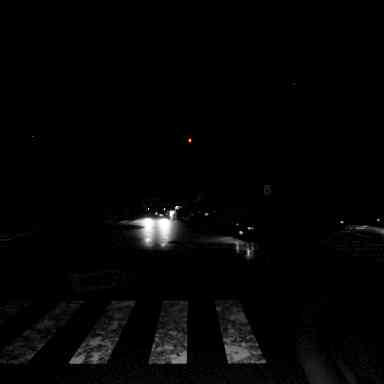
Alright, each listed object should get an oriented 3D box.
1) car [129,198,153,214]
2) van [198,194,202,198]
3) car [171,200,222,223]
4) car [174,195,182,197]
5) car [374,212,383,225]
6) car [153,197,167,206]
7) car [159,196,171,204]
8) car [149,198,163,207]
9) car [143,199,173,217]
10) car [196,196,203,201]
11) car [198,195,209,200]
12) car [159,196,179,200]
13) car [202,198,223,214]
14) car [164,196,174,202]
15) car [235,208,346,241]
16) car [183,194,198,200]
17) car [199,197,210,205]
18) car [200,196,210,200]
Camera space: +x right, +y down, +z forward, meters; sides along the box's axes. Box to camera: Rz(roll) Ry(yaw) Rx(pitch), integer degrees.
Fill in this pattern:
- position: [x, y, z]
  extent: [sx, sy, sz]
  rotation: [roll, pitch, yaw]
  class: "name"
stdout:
- position: [-5.661, 1.478, 36.181]
  extent: [1.967, 1.590, 4.097]
  rotation: [0, 0, 0]
  class: "car"
- position: [2.409, 1.421, 58.208]
  extent: [1.690, 1.788, 3.998]
  rotation: [0, 0, 0]
  class: "van"
- position: [0.236, 1.586, 25.892]
  extent: [1.994, 1.385, 4.181]
  rotation: [0, 0, -25]
  class: "car"
- position: [-3.075, 1.635, 54.177]
  extent: [1.994, 1.385, 4.181]
  rotation: [0, 0, 0]
  class: "car"
- position: [13.992, 1.450, 20.676]
  extent: [4.892, 1.490, 1.837]
  rotation: [-1, 0, 0]
  class: "car"
- position: [-5.616, 1.631, 58.224]
  extent: [2.008, 1.369, 4.403]
  rotation: [0, 0, 0]
  class: "car"
- position: [-5.594, 1.548, 69.245]
  extent: [1.967, 1.590, 4.097]
  rotation: [0, 0, 0]
  class: "car"
- position: [-5.627, 1.650, 52.713]
  extent: [1.802, 1.307, 4.206]
  rotation: [0, 0, 0]
  class: "car"
- position: [-3.150, 1.633, 32.061]
  extent: [1.895, 1.301, 4.718]
  rotation: [0, 0, 1]
  class: "car"
- position: [2.064, 1.693, 90.133]
  extent: [1.812, 1.442, 4.674]
  rotation: [0, 0, 0]
  class: "car"
- position: [2.398, 1.634, 52.697]
  extent: [1.947, 1.339, 4.313]
  rotation: [0, 0, 0]
  class: "car"
- position: [-3.107, 1.612, 42.017]
  extent: [1.994, 1.385, 4.181]
  rotation: [0, 0, 1]
  class: "car"
- position: [2.364, 1.604, 36.164]
  extent: [1.947, 1.339, 4.313]
  rotation: [0, 0, 0]
  class: "car"
- position: [-5.571, 1.690, 80.267]
  extent: [2.008, 1.369, 4.403]
  rotation: [0, 0, 0]
  class: "car"
- position: [4.882, 1.526, 16.482]
  extent: [5.357, 1.411, 2.033]
  rotation: [0, 0, -15]
  class: "car"
- position: [-0.217, 1.657, 63.732]
  extent: [1.994, 1.385, 4.181]
  rotation: [0, 0, 0]
  class: "car"
- position: [2.420, 1.644, 63.718]
  extent: [2.008, 1.369, 4.403]
  rotation: [0, 0, 0]
  class: "car"
- position: [2.387, 1.639, 47.187]
  extent: [1.802, 1.307, 4.206]
  rotation: [0, 0, 0]
  class: "car"
